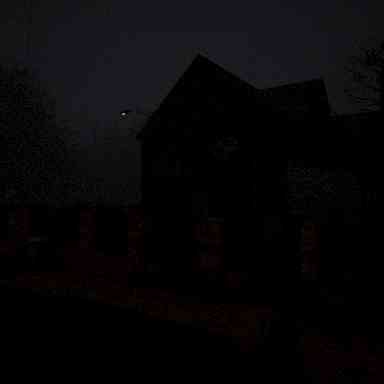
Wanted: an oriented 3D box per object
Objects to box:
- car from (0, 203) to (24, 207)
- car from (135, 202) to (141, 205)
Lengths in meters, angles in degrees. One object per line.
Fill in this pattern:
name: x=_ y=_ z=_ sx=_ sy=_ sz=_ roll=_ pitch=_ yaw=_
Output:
car: x=-14.329 y=1.653 z=25.825 sx=1.895 sy=1.301 sz=4.718 roll=0 pitch=0 yaw=35
car: x=-5.434 y=1.612 z=43.987 sx=2.128 sy=1.511 sz=4.902 roll=0 pitch=0 yaw=35
